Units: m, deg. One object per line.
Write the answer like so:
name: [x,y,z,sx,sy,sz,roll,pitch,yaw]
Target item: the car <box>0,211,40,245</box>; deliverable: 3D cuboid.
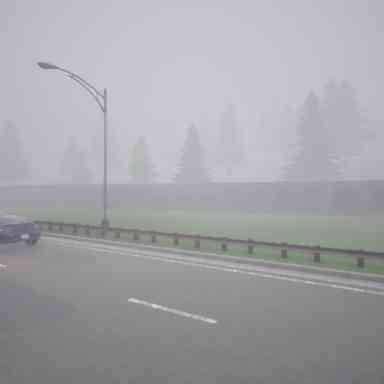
car: [-8.269,1.530,14.066,4.674,1.442,1.812,0,0,36]
